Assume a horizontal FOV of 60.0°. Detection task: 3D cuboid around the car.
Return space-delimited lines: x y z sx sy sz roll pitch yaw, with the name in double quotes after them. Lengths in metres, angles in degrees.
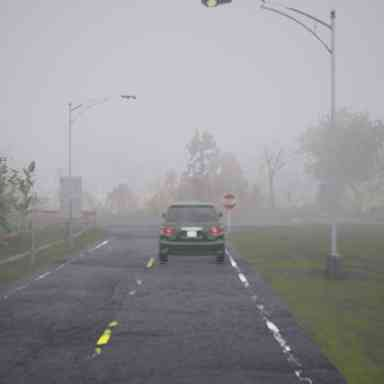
0.010 1.349 12.573 2.150 2.045 5.566 0 0 0 "car"
